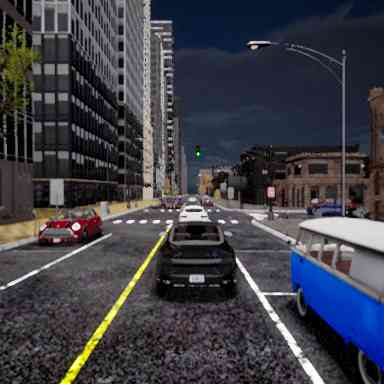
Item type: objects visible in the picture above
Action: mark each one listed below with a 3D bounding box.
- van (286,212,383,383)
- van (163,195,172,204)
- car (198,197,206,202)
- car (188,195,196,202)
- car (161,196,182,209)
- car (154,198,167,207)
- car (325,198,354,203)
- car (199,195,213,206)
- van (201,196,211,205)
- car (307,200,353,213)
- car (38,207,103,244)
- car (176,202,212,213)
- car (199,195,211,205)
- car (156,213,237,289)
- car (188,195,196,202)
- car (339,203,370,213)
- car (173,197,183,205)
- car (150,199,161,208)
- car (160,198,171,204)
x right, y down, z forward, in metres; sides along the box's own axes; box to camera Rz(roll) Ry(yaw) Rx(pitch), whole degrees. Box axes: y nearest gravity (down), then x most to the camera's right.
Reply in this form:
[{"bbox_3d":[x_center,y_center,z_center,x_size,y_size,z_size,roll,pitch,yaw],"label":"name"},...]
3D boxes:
[{"bbox_3d":[2.679,1.365,4.876,1.690,1.788,3.998,-1,0,0],"label":"van"},{"bbox_3d":[-5.607,1.708,76.489,1.690,1.788,3.998,-1,0,0],"label":"van"},{"bbox_3d":[2.757,2.000,93.359,2.008,1.369,4.403,-1,0,0],"label":"car"},{"bbox_3d":[0.077,1.713,90.811,2.097,1.767,4.553,0,0,0],"label":"car"},{"bbox_3d":[-3.053,1.591,50.065,2.097,1.767,4.553,0,0,0],"label":"car"},{"bbox_3d":[-5.618,1.850,59.556,1.947,1.339,4.313,-1,0,0],"label":"car"},{"bbox_3d":[16.559,1.609,39.195,5.009,1.841,2.192,1,0,1],"label":"car"},{"bbox_3d":[2.727,1.725,59.495,1.967,1.590,4.097,-1,0,0],"label":"car"},{"bbox_3d":[2.730,1.653,65.140,1.690,1.788,3.998,-1,0,0],"label":"van"},{"bbox_3d":[14.847,1.869,36.633,4.181,1.385,1.994,1,1,1],"label":"car"},{"bbox_3d":[-5.690,1.516,15.966,1.967,1.590,4.097,-1,0,0],"label":"car"},{"bbox_3d":[0.115,1.631,22.085,1.812,1.442,4.674,0,0,0],"label":"car"},{"bbox_3d":[2.734,1.654,70.784,2.192,1.841,5.009,-1,0,0],"label":"car"},{"bbox_3d":[0.106,1.549,9.281,1.837,1.490,4.892,0,0,0],"label":"car"},{"bbox_3d":[0.068,1.910,80.806,1.812,1.442,4.674,0,0,0],"label":"car"},{"bbox_3d":[16.444,1.949,30.817,4.313,1.339,1.947,1,0,1],"label":"car"},{"bbox_3d":[-2.941,1.813,69.903,1.882,1.535,5.008,0,0,0],"label":"car"},{"bbox_3d":[-5.794,1.782,53.743,1.752,1.417,4.829,-1,0,0],"label":"car"},{"bbox_3d":[-5.609,1.905,70.845,1.947,1.339,4.313,-1,0,0],"label":"car"}]
